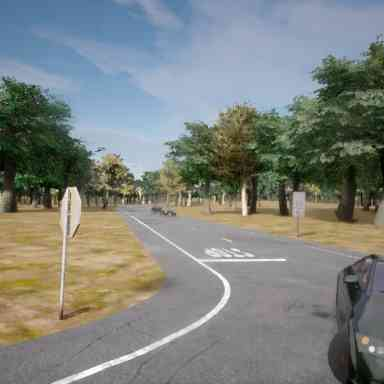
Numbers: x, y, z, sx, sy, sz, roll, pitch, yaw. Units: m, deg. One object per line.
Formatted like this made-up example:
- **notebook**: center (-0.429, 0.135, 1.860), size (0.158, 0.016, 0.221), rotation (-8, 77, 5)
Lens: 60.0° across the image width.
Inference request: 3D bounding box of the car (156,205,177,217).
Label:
- **car**: center (-3.551, 2.853, 48.067), size (1.895, 1.301, 4.718), rotation (3, -2, -14)

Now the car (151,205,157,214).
- **car**: center (-5.829, 2.964, 56.908), size (1.882, 1.535, 5.008), rotation (3, -2, -14)

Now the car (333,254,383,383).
- **car**: center (3.150, 1.644, 4.680), size (1.994, 1.385, 4.181), rotation (1, -1, 22)
